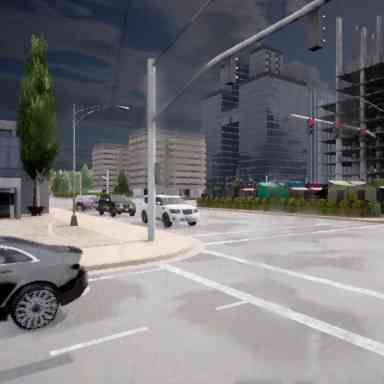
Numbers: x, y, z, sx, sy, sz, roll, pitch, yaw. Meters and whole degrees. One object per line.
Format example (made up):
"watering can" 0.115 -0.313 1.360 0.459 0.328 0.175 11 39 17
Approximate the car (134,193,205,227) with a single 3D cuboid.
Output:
"car" -1.713 1.222 23.059 2.150 2.045 5.566 0 0 -33

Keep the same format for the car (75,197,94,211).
"car" -12.797 1.526 40.354 1.812 1.442 4.674 0 0 -32

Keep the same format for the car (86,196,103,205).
"car" -18.287 1.564 62.235 1.994 1.385 4.181 0 0 -33

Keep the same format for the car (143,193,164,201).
"car" -9.384 1.153 81.086 4.605 1.855 1.932 0 0 -34

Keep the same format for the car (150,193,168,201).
"car" -7.805 1.156 78.660 3.866 1.878 1.905 0 0 -34

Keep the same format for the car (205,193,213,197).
"car" 3.240 1.156 62.439 3.866 1.878 1.905 0 0 -34

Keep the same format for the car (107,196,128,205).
"car" -13.859 1.547 61.820 2.033 1.411 5.357 0 0 -33

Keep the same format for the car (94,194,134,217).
"car" -7.243 1.221 31.682 2.150 2.045 5.566 0 0 -33

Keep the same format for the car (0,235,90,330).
"car" -4.167 1.491 5.298 4.902 1.511 2.128 0 0 -35
